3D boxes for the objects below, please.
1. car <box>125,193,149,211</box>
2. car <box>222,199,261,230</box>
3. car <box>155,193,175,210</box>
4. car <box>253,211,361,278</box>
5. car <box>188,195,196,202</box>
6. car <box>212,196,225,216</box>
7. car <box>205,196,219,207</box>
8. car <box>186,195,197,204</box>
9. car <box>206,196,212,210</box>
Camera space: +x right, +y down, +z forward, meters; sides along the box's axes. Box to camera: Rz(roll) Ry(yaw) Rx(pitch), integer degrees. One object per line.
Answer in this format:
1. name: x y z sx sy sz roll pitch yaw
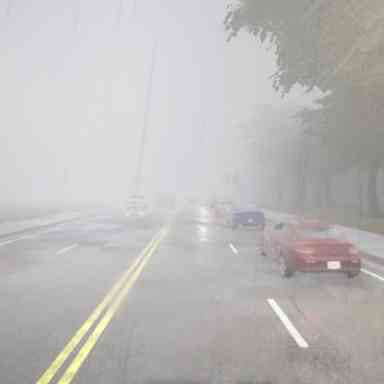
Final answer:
1. car: -6.606 1.194 40.589 2.150 2.045 5.566 0 0 0
2. car: 3.242 1.442 20.914 1.882 1.535 5.008 0 0 0
3. car: -3.355 1.197 42.204 2.150 2.045 5.566 0 0 0
4. car: 3.246 1.502 9.911 1.812 1.442 4.674 0 0 0
5. car: -0.030 1.520 79.763 1.882 1.535 5.008 0 -1 0
6. car: 3.238 1.419 32.106 1.801 1.575 5.366 0 0 0
7. car: 3.229 1.451 53.925 2.033 1.649 4.856 0 0 0
8. car: -0.023 1.564 62.854 2.128 1.511 4.902 0 0 0
9. car: 3.234 1.482 42.950 2.163 1.488 4.792 0 0 0
